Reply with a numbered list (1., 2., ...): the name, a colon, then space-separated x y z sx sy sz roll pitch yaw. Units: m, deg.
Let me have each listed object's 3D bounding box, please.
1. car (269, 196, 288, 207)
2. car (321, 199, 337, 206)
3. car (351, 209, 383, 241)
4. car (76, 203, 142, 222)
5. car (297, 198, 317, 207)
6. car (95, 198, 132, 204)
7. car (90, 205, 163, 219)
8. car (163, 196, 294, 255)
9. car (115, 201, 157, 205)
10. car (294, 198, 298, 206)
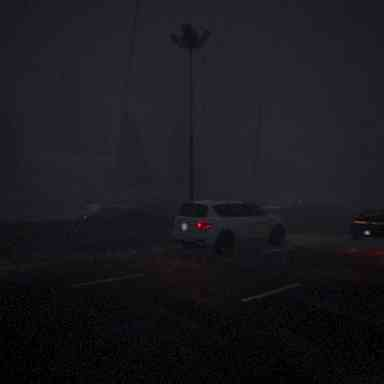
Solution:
1. car: 17.101 1.782 65.408 2.150 2.045 5.566 -1 -1 30
2. car: 22.084 1.899 53.525 1.837 1.490 4.892 -1 -1 34
3. car: 9.529 1.595 16.461 4.902 1.511 2.128 0 -1 -44
4. car: -6.624 1.852 25.941 4.674 1.442 1.812 0 -1 -41
5. car: 19.932 2.007 56.621 1.994 1.385 4.181 -1 -1 33
6. car: -8.421 1.642 33.668 5.566 2.045 2.150 0 -1 -42
7. car: -4.491 1.845 23.183 4.181 1.385 1.994 0 -1 -41
8. car: 1.746 1.361 14.217 5.566 2.045 2.150 0 0 -41
9. car: -4.641 1.857 32.435 5.008 1.535 1.882 0 -1 -43
10. car: 20.317 1.874 63.994 2.097 1.767 4.553 -1 -1 30
